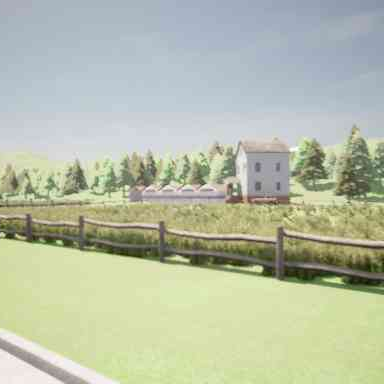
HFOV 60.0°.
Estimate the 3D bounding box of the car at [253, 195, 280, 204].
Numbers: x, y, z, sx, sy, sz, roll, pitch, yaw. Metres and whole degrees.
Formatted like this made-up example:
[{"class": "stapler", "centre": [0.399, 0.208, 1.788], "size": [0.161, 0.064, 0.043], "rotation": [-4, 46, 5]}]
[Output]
[{"class": "car", "centre": [12.673, 1.417, 57.009], "size": [4.605, 1.855, 1.932], "rotation": [-1, 0, 35]}]
